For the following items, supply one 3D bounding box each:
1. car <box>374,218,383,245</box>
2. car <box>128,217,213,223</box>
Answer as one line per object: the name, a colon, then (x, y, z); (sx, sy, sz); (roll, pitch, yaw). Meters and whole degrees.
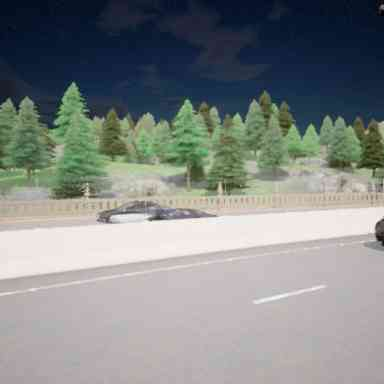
car: (8.930, 1.273, 12.282); (4.892, 1.490, 1.837); (-1, 0, -25)
car: (-0.655, 1.445, 15.454); (4.181, 1.385, 1.994); (-1, 1, -28)
